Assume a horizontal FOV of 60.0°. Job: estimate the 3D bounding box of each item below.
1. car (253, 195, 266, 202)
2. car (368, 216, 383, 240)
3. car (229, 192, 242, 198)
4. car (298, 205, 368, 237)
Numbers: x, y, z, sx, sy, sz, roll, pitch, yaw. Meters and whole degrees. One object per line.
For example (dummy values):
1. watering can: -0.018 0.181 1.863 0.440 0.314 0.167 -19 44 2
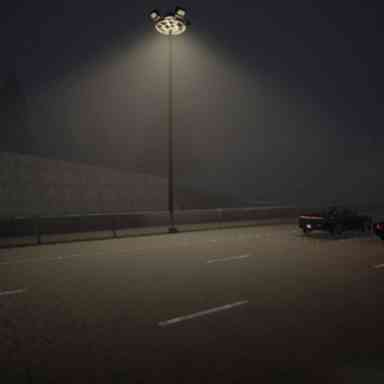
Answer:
1. car: 15.362 1.468 75.852 1.994 1.385 4.181 0 1 -2
2. car: 10.506 1.585 15.537 4.718 1.301 1.895 0 0 -35
3. car: 11.950 0.702 92.016 2.097 1.767 4.553 0 3 -21
4. car: 7.768 1.476 17.885 4.902 1.511 2.128 0 0 -35
